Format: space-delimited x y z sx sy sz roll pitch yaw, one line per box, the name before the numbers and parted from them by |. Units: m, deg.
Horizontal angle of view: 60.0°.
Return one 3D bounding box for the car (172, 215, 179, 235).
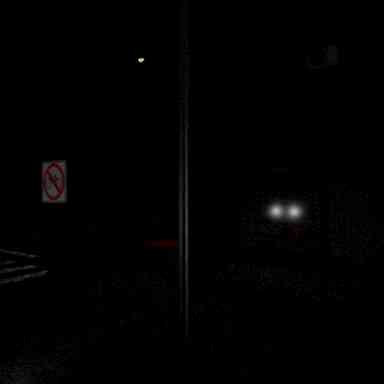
car | 0.976 1.472 17.385 1.882 1.535 5.008 0 0 34
